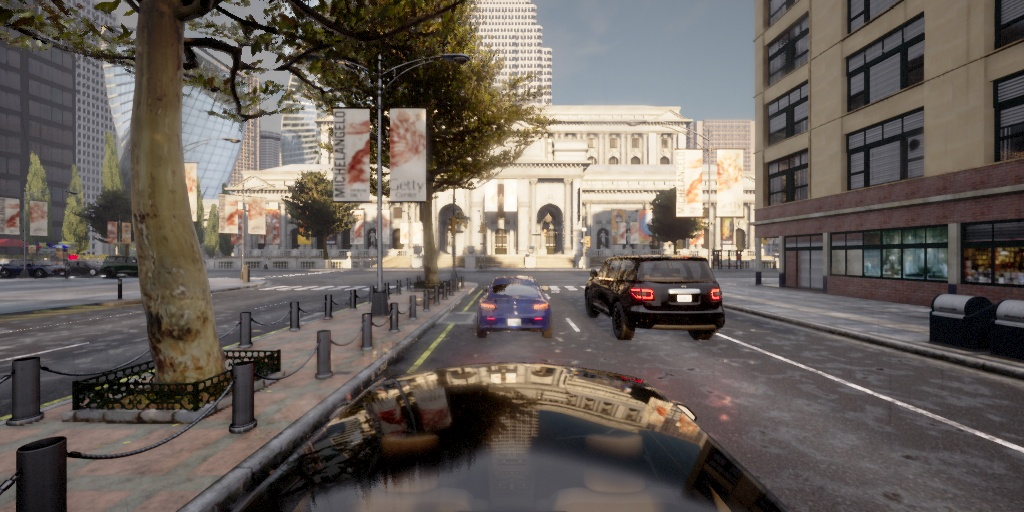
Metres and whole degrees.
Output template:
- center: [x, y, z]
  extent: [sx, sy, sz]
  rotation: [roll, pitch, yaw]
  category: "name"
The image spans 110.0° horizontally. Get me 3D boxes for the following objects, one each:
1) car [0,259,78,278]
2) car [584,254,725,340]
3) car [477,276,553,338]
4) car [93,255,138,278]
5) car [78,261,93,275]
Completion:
- center: [-45.080, 1.102, 34.091]
  extent: [4.553, 1.767, 2.097]
  rotation: [0, 0, -2]
  category: "car"
- center: [3.579, 0.971, 10.121]
  extent: [2.150, 2.045, 5.566]
  rotation: [0, 0, 0]
  category: "car"
- center: [0.072, 1.276, 10.110]
  extent: [1.812, 1.442, 4.674]
  rotation: [0, 0, 0]
  category: "car"
- center: [-35.669, 0.971, 34.171]
  extent: [5.566, 2.045, 2.150]
  rotation: [0, 0, 0]
  category: "car"
- center: [-44.450, 1.255, 37.615]
  extent: [4.892, 1.490, 1.837]
  rotation: [0, 0, -1]
  category: "car"
